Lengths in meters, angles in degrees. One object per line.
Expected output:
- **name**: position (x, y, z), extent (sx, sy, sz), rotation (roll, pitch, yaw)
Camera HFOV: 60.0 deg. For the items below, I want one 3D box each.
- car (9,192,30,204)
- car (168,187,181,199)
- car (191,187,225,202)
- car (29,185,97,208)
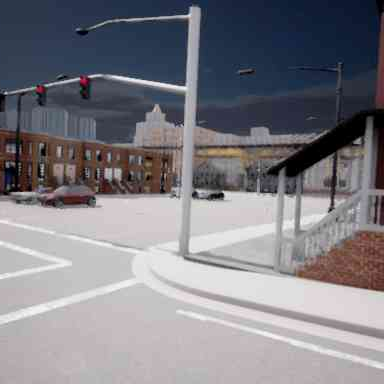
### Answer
- **car**: position (-12.842, 0.308, 28.331), extent (1.895, 1.301, 4.718), rotation (4, 2, 31)
- **car**: position (-1.129, 0.067, 44.558), extent (2.097, 1.767, 4.553), rotation (4, 2, 36)
- **car**: position (2.487, 0.415, 43.608), extent (2.128, 1.511, 4.902), rotation (4, 2, 36)
- **car**: position (-9.898, 0.269, 26.390), extent (2.097, 1.767, 4.553), rotation (4, 2, 36)
